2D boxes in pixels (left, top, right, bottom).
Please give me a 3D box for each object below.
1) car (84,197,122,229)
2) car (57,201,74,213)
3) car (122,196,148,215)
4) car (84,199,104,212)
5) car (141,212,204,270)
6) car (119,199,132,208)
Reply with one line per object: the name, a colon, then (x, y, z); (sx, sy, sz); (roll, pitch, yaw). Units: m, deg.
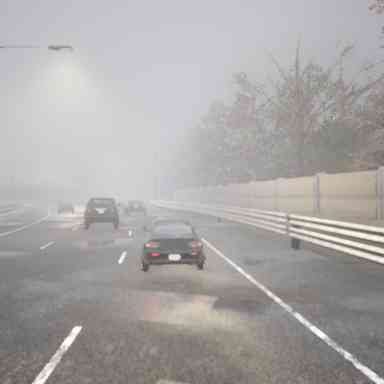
car: (-6.197, 1.355, 23.228); (2.150, 2.045, 5.566); (0, 0, -12)
car: (-15.830, 1.805, 41.642); (2.033, 1.411, 5.357); (0, 0, -24)
car: (-6.254, 1.548, 36.123); (2.097, 1.767, 4.553); (0, 0, -15)
car: (-12.940, 1.733, 43.625); (1.882, 1.535, 5.008); (0, 0, -23)
car: (-0.709, 1.581, 11.139); (1.812, 1.442, 4.674); (0, 0, -6)
car: (-10.842, 1.895, 53.854); (1.895, 1.301, 4.718); (0, 0, -12)
